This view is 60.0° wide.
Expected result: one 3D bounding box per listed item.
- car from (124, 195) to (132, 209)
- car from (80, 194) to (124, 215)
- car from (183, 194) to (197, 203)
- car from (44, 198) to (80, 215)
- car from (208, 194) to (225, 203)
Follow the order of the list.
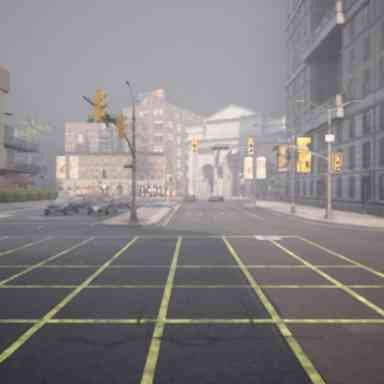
[{"bbox_3d":[-8.007,1.151,39.562,1.837,1.490,4.892,0,1,1],"label":"car"},{"bbox_3d":[-8.006,1.220,30.185,2.128,1.511,4.902,0,1,1],"label":"car"},{"bbox_3d":[-0.363,0.994,56.448,2.128,1.511,4.902,0,1,-8],"label":"car"},{"bbox_3d":[-11.503,1.255,29.875,1.812,1.442,4.674,0,1,0],"label":"car"},{"bbox_3d":[4.207,1.068,56.474,1.994,1.385,4.181,0,1,20],"label":"car"}]
